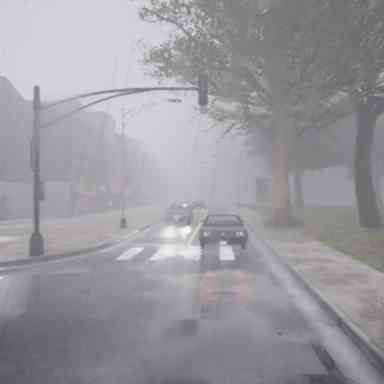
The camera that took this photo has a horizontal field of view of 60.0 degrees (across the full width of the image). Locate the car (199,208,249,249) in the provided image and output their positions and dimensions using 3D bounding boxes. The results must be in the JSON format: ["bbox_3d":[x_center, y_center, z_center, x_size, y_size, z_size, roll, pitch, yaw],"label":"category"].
[{"bbox_3d":[1.332,1.598,14.555,1.895,1.301,4.718,-1,0,4],"label":"car"}]

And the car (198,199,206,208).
[{"bbox_3d":[1.141,1.787,51.026,2.033,1.411,5.357,-1,-1,5],"label":"car"}]

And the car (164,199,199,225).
[{"bbox_3d":[-0.867,1.554,24.768,2.128,1.511,4.902,-1,0,4],"label":"car"}]
